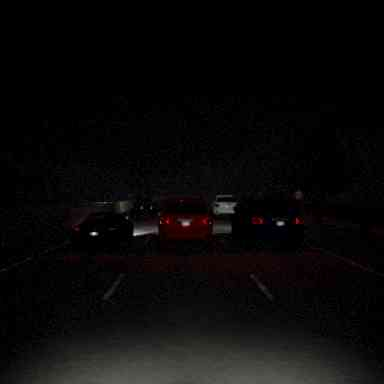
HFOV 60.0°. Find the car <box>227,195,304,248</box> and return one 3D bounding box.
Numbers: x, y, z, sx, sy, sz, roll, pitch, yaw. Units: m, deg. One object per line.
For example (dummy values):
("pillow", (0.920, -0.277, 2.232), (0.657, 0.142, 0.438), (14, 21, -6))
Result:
("car", (3.181, 1.255, 14.987), (2.150, 2.045, 5.566), (0, 0, -2))

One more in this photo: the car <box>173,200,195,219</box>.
("car", (-0.708, 1.530, 29.763), (1.812, 1.442, 4.674), (0, 0, -1))

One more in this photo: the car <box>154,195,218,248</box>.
("car", (-0.317, 1.255, 14.863), (2.150, 2.045, 5.566), (0, 0, -2))

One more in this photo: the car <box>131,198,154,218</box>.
("car", (-4.207, 1.363, 29.651), (2.097, 1.767, 4.553), (0, 0, -1))

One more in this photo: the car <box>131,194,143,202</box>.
("car", (-12.254, 1.345, 74.558), (2.097, 1.767, 4.553), (0, 0, -1))

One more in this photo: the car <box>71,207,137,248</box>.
("car", (-3.813, 1.569, 14.708), (1.994, 1.385, 4.181), (0, 0, -2))

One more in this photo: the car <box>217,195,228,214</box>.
("car", (2.790, 1.255, 29.874), (2.150, 2.045, 5.566), (0, 0, -1))
